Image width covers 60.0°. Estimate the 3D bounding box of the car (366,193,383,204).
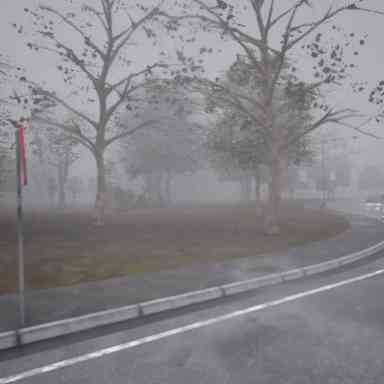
[{"bbox_3d":[25.805,0.874,46.334,4.181,1.385,1.994,-2,1,-44],"label":"car"}]
